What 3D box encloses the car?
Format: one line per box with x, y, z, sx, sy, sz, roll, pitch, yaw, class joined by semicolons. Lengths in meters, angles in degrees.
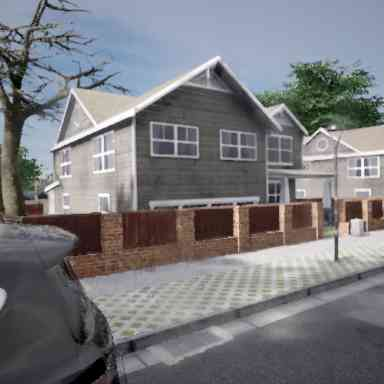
-2.931;1.248;0.992;5.566;2.045;2.150;-1;1;-35;car
